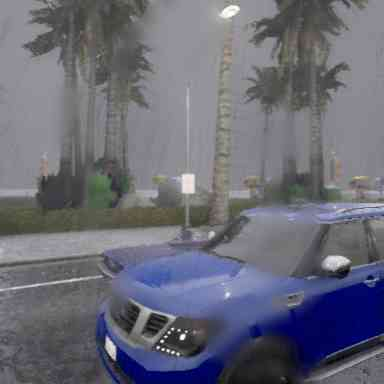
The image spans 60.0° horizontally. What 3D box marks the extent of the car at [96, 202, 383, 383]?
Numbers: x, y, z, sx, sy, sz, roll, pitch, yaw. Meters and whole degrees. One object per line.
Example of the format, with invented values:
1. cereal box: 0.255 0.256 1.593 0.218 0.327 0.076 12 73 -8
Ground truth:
1. car: 1.585 1.196 4.692 5.566 2.045 2.150 0 0 -30

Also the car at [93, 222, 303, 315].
1. car: 0.257 1.546 7.950 4.718 1.301 1.895 0 0 -30
